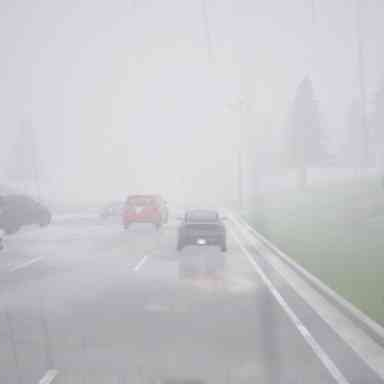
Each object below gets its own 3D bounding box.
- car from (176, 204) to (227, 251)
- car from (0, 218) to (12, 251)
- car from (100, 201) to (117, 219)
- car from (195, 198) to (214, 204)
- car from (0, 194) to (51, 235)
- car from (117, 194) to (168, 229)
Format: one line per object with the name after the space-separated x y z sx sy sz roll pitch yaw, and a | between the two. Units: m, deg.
0.410 1.454 13.847 1.837 1.490 4.892 0 0 2 | car
-6.770 1.564 8.147 1.895 1.301 4.718 0 0 1 | car
-6.030 1.441 27.670 2.033 1.411 5.357 0 0 3 | car
1.299 1.402 34.745 1.812 1.442 4.674 0 0 3 | car
-9.938 1.143 18.357 2.150 2.045 5.566 0 0 2 | car
-2.821 1.141 21.059 2.150 2.045 5.566 0 0 2 | car
